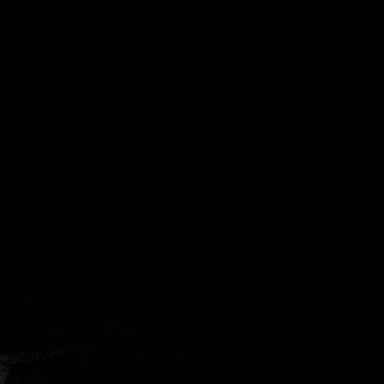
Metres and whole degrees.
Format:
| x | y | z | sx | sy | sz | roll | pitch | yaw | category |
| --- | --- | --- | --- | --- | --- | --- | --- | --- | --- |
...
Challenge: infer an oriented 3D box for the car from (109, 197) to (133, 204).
| x | y | z | sx | sy | sz | roll | pitch | yaw | category |
| --- | --- | --- | --- | --- | --- | --- | --- | --- | --- |
| -14.676 | 1.689 | 68.913 | 1.812 | 1.442 | 4.674 | -1 | -1 | 35 | car |

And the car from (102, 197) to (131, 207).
| x | y | z | sx | sy | sz | roll | pitch | yaw | category |
| --- | --- | --- | --- | --- | --- | --- | --- | --- | --- |
| -13.455 | 1.923 | 59.398 | 2.033 | 1.411 | 5.357 | -1 | -1 | 35 | car |
